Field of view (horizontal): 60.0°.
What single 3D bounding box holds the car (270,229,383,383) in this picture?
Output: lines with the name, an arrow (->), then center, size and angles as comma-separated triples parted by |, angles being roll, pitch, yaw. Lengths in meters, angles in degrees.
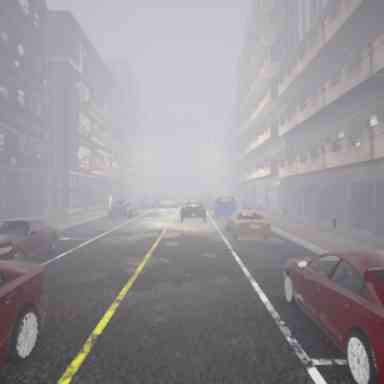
car -> 2.701, 1.518, 5.012 | 1.887, 1.381, 4.507 | 1, 0, 0

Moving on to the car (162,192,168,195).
car -> -5.693, 1.242, 56.116 | 1.887, 1.381, 4.507 | 1, 0, 0

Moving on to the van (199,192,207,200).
van -> 2.651, 0.912, 78.727 | 1.690, 1.788, 3.998 | 1, 0, 0

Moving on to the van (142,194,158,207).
van -> -5.687, 1.102, 44.773 | 1.690, 1.788, 3.998 | 1, 0, 0

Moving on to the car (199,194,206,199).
car -> 2.645, 1.120, 84.399 | 1.802, 1.307, 4.206 | 1, 0, 0

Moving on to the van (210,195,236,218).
van -> 2.664, 1.194, 27.693 | 1.690, 1.788, 3.998 | 1, 0, 0

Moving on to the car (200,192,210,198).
car -> 2.653, 1.106, 61.716 | 1.967, 1.590, 4.097 | 1, 0, 0

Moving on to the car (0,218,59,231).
car -> -5.681, 1.525, 10.749 | 1.802, 1.307, 4.206 | 1, 0, 0

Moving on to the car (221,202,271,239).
car -> 2.687, 1.438, 16.523 | 1.752, 1.417, 4.829 | 1, 0, 0

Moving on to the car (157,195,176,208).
car -> -3.102, 1.367, 43.636 | 1.895, 1.301, 4.718 | 0, 0, 0

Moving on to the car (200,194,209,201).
car -> 2.649, 1.127, 73.227 | 1.752, 1.417, 4.829 | 1, 0, 0

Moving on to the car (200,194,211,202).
car -> 2.650, 1.201, 67.387 | 1.947, 1.339, 4.313 | 1, 0, 0

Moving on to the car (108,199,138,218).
car -> -5.684, 1.293, 27.761 | 1.967, 1.590, 4.097 | 1, 0, 0

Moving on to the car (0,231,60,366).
car -> -3.100, 1.462, 2.948 | 1.882, 1.535, 5.008 | 0, 0, 0

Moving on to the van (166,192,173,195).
van -> -5.695, 0.944, 73.127 | 1.690, 1.788, 3.998 | 1, 0, 0

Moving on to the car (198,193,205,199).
car -> 2.643, 1.088, 90.069 | 1.802, 1.307, 4.206 | 1, 0, 0

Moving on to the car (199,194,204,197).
car -> 0.089, 1.346, 40.874 | 1.994, 1.385, 4.181 | 0, 0, 0

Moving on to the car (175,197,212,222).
car -> 0.094, 1.359, 24.981 | 2.128, 1.511, 4.902 | 0, 0, 0
